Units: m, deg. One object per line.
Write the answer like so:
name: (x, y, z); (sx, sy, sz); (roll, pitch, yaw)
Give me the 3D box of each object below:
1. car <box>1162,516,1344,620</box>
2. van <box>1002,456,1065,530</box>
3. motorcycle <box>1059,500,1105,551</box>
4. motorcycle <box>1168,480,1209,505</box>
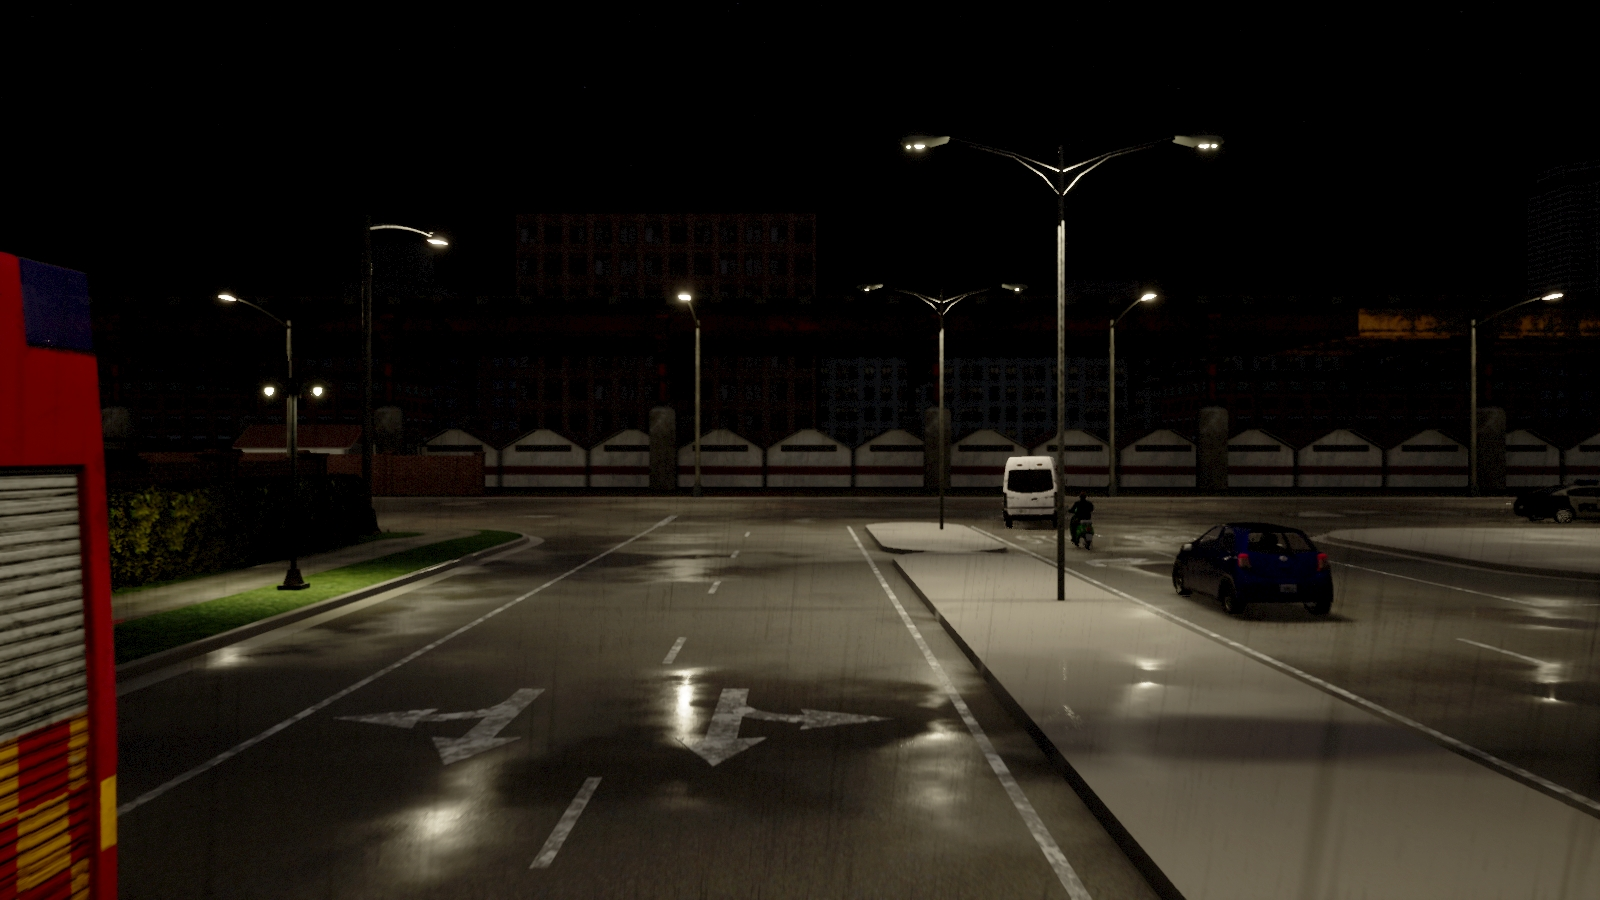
car: (8.007, 2.038, 20.558); (1.845, 1.501, 3.633); (0, 0, 0)
van: (8.912, 1.534, 43.229); (1.988, 2.561, 5.915); (-2, 0, 14)
motorcycle: (7.999, 2.129, 32.450); (0.856, 1.341, 1.805); (0, 0, 0)
motorcycle: (20.060, 2.182, 58.973); (1.805, 1.236, 0.856); (0, 0, 0)
